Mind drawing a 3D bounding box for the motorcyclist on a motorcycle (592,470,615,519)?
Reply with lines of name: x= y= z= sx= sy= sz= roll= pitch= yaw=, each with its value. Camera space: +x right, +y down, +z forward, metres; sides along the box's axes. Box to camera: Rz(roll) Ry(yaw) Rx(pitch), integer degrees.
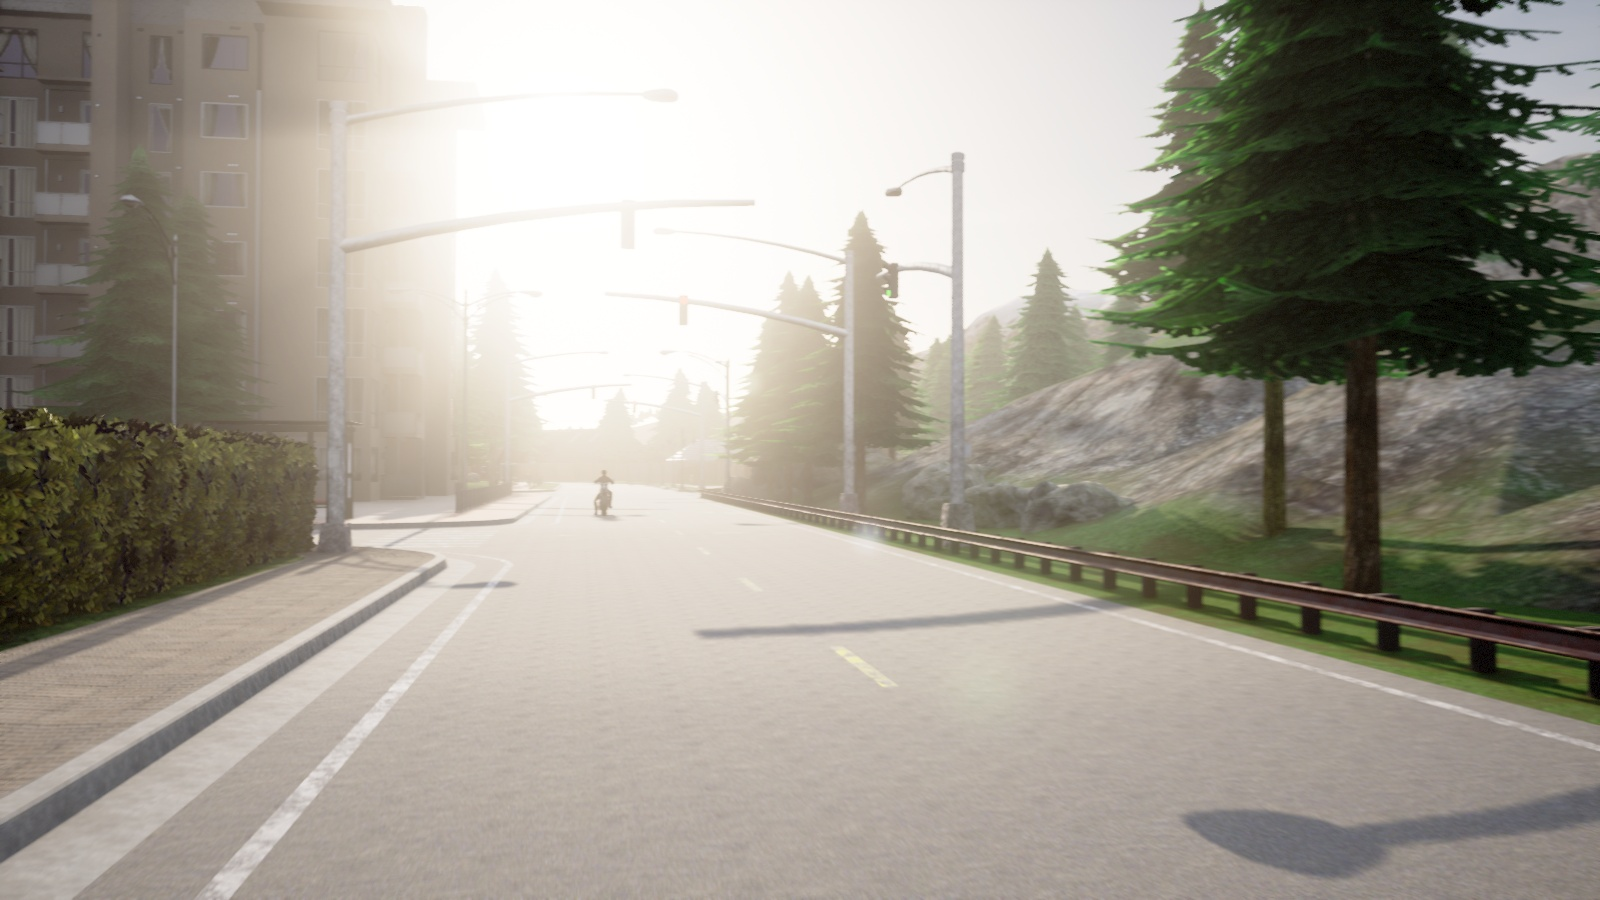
motorcyclist on a motorcycle: x=-6.917 y=1.543 z=44.065 sx=0.766 sy=1.649 sz=2.350 roll=0 pitch=-1 yaw=-9
